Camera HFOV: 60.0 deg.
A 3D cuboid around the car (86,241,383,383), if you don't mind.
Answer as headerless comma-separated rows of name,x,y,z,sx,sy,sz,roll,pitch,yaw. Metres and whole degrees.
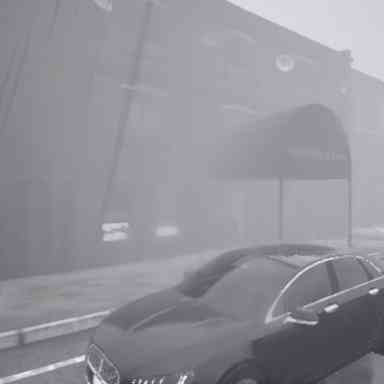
car,1.105,1.513,4.477,4.892,1.490,1.837,0,0,-36
